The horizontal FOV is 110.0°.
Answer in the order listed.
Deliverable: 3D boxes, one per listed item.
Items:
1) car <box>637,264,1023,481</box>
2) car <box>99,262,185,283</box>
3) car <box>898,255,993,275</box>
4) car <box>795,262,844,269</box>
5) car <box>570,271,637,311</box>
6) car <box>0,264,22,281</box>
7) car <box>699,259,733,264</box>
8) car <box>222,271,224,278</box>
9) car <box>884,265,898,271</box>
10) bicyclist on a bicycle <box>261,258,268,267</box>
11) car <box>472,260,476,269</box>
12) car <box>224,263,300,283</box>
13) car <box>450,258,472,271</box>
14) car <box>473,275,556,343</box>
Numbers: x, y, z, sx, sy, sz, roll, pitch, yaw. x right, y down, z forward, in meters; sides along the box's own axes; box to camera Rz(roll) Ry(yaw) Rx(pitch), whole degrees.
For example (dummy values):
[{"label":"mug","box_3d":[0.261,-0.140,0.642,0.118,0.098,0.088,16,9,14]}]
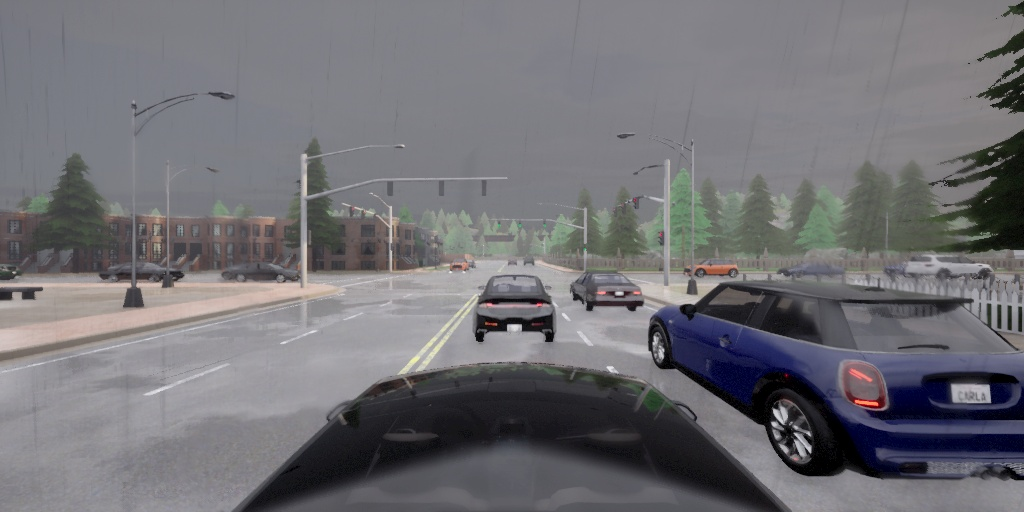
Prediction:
[{"label":"car","box_3d":[3.606,1.102,4.938,2.097,1.767,4.553,0,0,0]},{"label":"car","box_3d":[-27.725,1.351,27.024,4.718,1.301,1.895,0,0,-3]},{"label":"car","box_3d":[36.732,0.971,30.211,5.566,2.045,2.150,0,0,0]},{"label":"car","box_3d":[28.274,1.297,33.925,5.357,1.411,2.033,0,0,1]},{"label":"car","box_3d":[3.601,1.298,14.473,2.033,1.411,5.357,0,0,0]},{"label":"car","box_3d":[-42.516,0.968,27.795,5.566,2.045,2.150,0,0,-21]},{"label":"car","box_3d":[18.749,1.102,33.950,4.553,1.767,2.097,0,0,0]},{"label":"car","box_3d":[-22.148,1.314,30.620,4.181,1.385,1.994,0,0,-1]},{"label":"car","box_3d":[38.152,1.228,33.897,5.008,1.535,1.882,0,0,0]},{"label":"bicyclist on a bicycle","box_3d":[-28.766,1.053,41.635,0.582,1.620,1.656,0,0,-1]},{"label":"car","box_3d":[-7.013,1.276,58.250,1.812,1.442,4.674,0,0,1]},{"label":"car","box_3d":[-18.465,1.255,27.188,4.892,1.490,1.837,0,0,-1]},{"label":"car","box_3d":[-7.036,1.102,48.317,2.097,1.767,4.553,0,0,0]},{"label":"car","box_3d":[0.074,1.242,9.706,2.128,1.511,4.902,0,0,1]}]
